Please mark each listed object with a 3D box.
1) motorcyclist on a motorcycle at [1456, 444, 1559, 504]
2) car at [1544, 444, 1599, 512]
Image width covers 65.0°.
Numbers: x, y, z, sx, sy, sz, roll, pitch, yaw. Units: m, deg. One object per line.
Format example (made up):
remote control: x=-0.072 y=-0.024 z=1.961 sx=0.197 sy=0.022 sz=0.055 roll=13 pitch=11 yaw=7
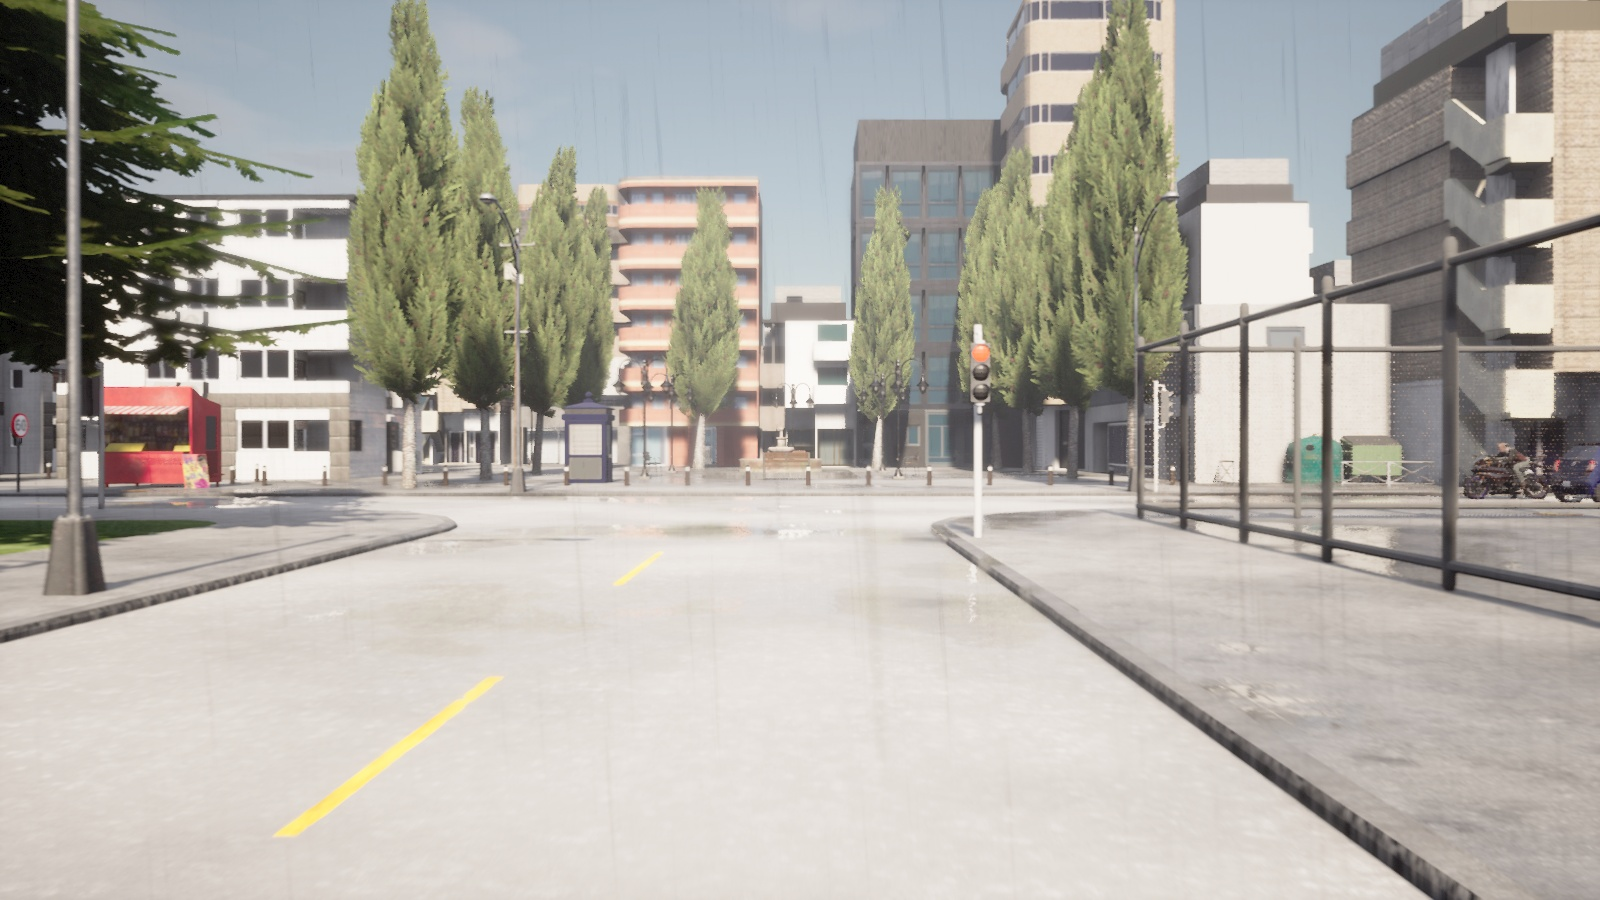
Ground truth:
motorcyclist on a motorcycle: x=18.426 y=0.612 z=32.745 sx=2.191 sy=1.530 sz=0.866 roll=0 pitch=0 yaw=0
car: x=19.392 y=0.613 z=28.742 sx=3.633 sy=1.501 sz=1.845 roll=0 pitch=0 yaw=0
